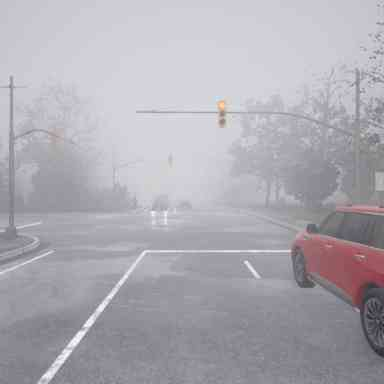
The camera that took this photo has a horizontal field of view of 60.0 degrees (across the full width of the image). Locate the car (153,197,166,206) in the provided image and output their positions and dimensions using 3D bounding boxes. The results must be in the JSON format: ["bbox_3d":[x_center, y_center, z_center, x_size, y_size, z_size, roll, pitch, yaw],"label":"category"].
[{"bbox_3d":[-6.225,1.768,62.586,2.097,1.767,4.553,0,-1,-10],"label":"car"}]

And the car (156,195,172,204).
[{"bbox_3d":[-4.802,1.424,52.392,2.150,2.045,5.566,0,-1,-7],"label":"car"}]

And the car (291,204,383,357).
[{"bbox_3d":[3.590,1.221,6.131,2.150,2.045,5.566,0,0,0],"label":"car"}]

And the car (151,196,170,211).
[{"bbox_3d":[-4.075,1.572,42.521,1.837,1.490,4.892,0,-1,-3],"label":"car"}]

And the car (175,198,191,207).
[{"bbox_3d":[-1.226,1.772,54.121,2.033,1.411,5.357,0,-1,-6],"label":"car"}]

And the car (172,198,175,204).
[{"bbox_3d":[-4.641,2.316,83.254,1.882,1.535,5.008,0,-1,-22],"label":"car"}]
